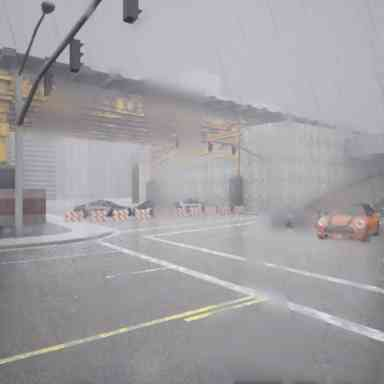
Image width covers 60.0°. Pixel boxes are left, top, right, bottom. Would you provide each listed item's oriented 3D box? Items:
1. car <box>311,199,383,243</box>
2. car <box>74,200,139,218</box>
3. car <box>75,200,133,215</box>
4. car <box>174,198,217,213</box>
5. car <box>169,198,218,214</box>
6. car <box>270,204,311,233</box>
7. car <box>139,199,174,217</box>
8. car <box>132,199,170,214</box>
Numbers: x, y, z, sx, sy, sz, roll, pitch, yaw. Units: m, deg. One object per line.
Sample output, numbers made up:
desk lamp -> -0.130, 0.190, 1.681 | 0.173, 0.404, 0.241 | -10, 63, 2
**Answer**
car -> 7.686, 1.352, 16.190 | 2.097, 1.767, 4.553 | 0, 0, 37
car -> -7.524, 1.453, 28.811 | 4.974, 1.542, 2.038 | 0, 0, 8
car -> -7.575, 1.295, 28.818 | 4.536, 1.218, 1.853 | 0, 0, 8
car -> 0.077, 1.295, 35.252 | 4.536, 1.218, 1.853 | 0, 0, -7
car -> 0.129, 1.453, 35.259 | 4.974, 1.542, 2.038 | 0, 0, -7
car -> 6.335, 1.505, 20.040 | 1.837, 1.490, 4.892 | -1, -1, 37
car -> -3.780, 1.453, 31.497 | 2.038, 1.542, 4.974 | 0, 0, 18
car -> -3.764, 1.295, 31.547 | 1.853, 1.218, 4.536 | 0, 0, 18
